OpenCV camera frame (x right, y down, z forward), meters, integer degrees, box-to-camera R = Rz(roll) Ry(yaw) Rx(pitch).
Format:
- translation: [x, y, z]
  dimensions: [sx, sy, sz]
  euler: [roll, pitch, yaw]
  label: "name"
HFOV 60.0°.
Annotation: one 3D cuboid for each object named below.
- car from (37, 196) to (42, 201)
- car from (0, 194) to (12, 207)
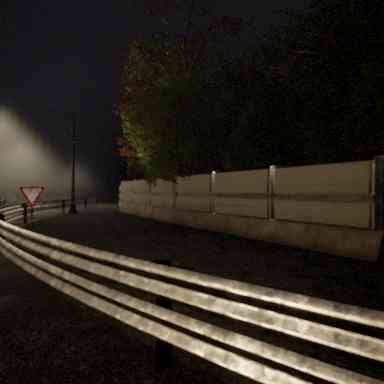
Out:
- translation: [-33.420, 1.287, 71.578]
  dimensions: [1.882, 1.535, 5.008]
  euler: [0, 0, -22]
  label: "car"
- translation: [-26.361, 1.336, 44.716]
  dimensions: [1.837, 1.490, 4.892]
  euler: [1, 0, -9]
  label: "car"
